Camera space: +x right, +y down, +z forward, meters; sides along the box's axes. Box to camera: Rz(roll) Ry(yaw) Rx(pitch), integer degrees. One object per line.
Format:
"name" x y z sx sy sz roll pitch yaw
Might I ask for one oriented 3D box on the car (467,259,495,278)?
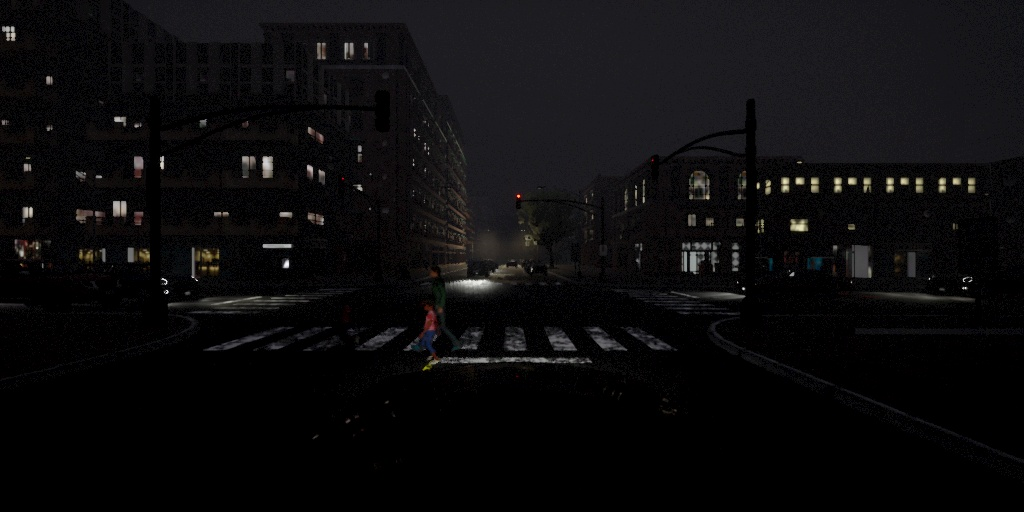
"car" -3.100 1.266 34.090 2.128 1.511 4.902 0 0 0

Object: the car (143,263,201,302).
"car" -16.530 1.053 15.753 4.553 1.767 2.097 0 0 -1

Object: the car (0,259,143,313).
"car" -17.279 1.013 13.137 5.009 1.841 2.192 0 0 0

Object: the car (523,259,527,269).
"car" 2.682 1.228 42.557 1.967 1.591 4.097 0 0 0

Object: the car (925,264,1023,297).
"car" 25.298 1.222 19.236 4.553 1.767 2.097 0 0 0

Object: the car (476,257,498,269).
"car" -3.103 1.270 45.002 1.882 1.535 5.008 0 0 0

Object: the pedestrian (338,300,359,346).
"pedestrian" -3.642 1.044 7.916 0.375 1.860 0.375 0 0 0

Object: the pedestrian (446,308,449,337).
"pedestrian" -1.563 1.044 7.323 0.375 1.860 0.375 0 0 0

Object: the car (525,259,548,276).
"car" 2.683 1.330 36.860 2.007 1.370 4.403 0 0 0

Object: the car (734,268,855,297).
"car" 15.020 1.372 19.163 5.357 1.411 2.033 0 0 0

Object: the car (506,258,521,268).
"car" -0.013 1.319 63.216 2.128 1.511 4.902 0 0 0

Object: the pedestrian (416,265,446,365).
"pedestrian" -1.506 1.044 6.684 0.375 1.860 0.375 0 0 0
